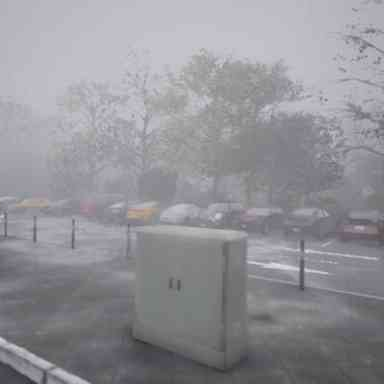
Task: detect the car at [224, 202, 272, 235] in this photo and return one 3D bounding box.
[{"bbox_3d":[4.208,1.552,19.739,2.097,1.535,5.008,1,0,35],"label":"car"}]

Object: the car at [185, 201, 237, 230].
[{"bbox_3d":[1.962,1.401,21.368,2.185,1.767,4.553,1,0,35],"label":"car"}]

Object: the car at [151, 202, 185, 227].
[{"bbox_3d":[-0.320,1.541,22.951,2.002,1.452,4.674,1,0,35],"label":"car"}]

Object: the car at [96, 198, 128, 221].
[{"bbox_3d":[-4.845,1.491,26.169,2.002,1.452,4.674,1,0,35],"label":"car"}]

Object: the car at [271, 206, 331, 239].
[{"bbox_3d":[6.462,1.580,18.120,2.231,1.521,4.892,1,0,35],"label":"car"}]

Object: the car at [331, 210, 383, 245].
[{"bbox_3d":[8.743,1.634,16.541,2.163,1.488,4.792,1,0,35],"label":"car"}]

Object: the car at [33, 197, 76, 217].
[{"bbox_3d":[-11.643,1.406,30.974,2.163,1.488,4.792,1,0,35],"label":"car"}]

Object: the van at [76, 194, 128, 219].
[{"bbox_3d":[-7.034,1.200,27.874,1.878,1.987,4.442,1,0,35],"label":"van"}]

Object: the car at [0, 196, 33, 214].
[{"bbox_3d":[-16.257,1.325,34.065,1.946,1.575,5.366,1,0,35],"label":"car"}]

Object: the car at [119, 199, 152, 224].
[{"bbox_3d":[-2.583,1.476,24.557,2.097,1.535,5.008,1,0,35],"label":"car"}]
